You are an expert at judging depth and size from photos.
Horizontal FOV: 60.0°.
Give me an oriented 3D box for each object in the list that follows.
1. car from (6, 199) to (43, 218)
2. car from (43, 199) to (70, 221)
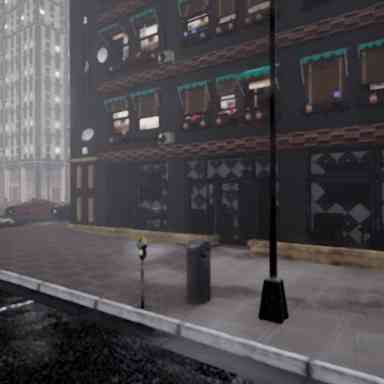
[{"bbox_3d":[-12.334,1.254,26.309,1.994,1.385,4.181,0,1,35],"label":"car"},{"bbox_3d":[-7.572,1.241,22.996,1.947,1.339,4.313,1,2,35],"label":"car"}]
